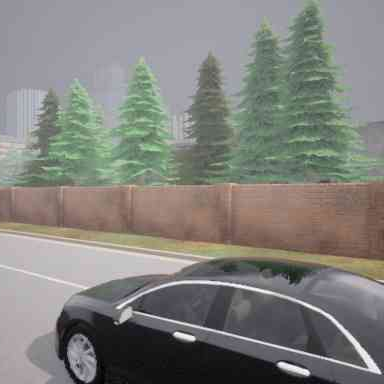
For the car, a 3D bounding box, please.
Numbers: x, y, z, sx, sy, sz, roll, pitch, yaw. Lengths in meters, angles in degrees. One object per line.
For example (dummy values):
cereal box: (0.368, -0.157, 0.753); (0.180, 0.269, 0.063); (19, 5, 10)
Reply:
car: (0.473, 1.506, 3.654); (4.892, 1.490, 1.837); (0, 0, 35)
